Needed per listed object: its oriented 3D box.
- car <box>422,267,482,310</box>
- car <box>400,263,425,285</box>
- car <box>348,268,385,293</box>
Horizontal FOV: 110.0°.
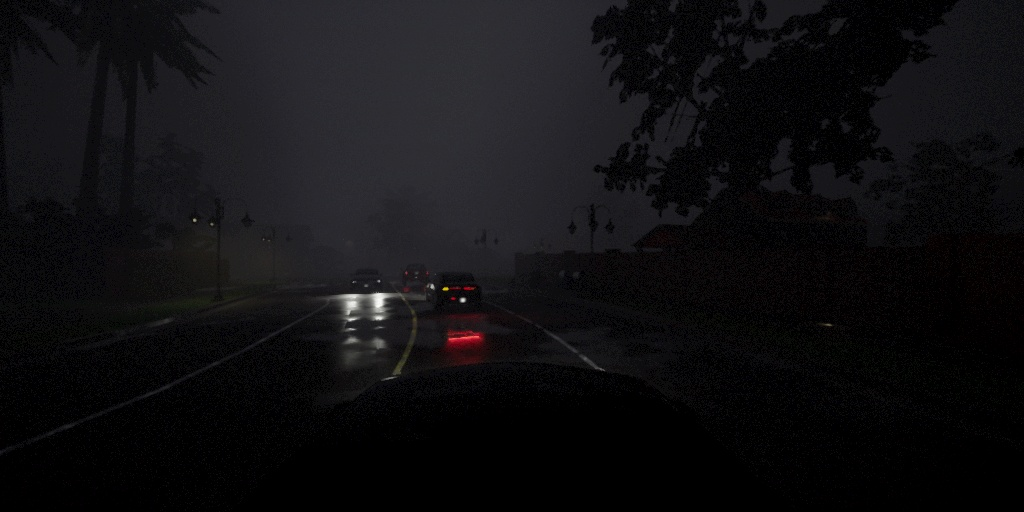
[{"bbox_3d":[-2.629,1.399,15.685,1.837,1.490,4.892,0,0,-19],"label":"car"},{"bbox_3d":[-8.079,1.392,29.680,2.097,1.767,4.553,0,-1,-20],"label":"car"},{"bbox_3d":[-9.351,1.504,23.145,1.812,1.442,4.674,0,-1,-21],"label":"car"}]
